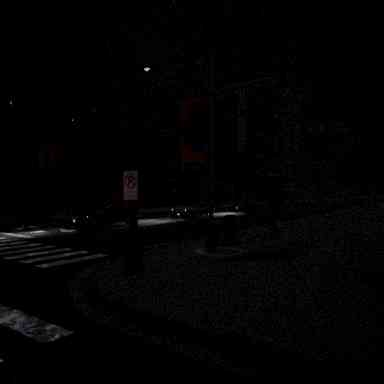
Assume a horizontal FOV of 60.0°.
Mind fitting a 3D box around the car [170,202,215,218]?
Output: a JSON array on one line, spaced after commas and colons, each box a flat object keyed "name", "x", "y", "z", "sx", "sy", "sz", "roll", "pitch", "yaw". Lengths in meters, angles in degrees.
[{"name": "car", "x": 0.113, "y": 1.639, "z": 30.693, "sx": 1.895, "sy": 1.301, "sz": 4.718, "roll": 0, "pitch": 0, "yaw": 36}]

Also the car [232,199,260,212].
[{"name": "car", "x": 6.467, "y": 1.553, "z": 39.653, "sx": 2.128, "sy": 1.511, "sz": 4.902, "roll": 0, "pitch": 0, "yaw": 35}]

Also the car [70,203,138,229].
[{"name": "car", "x": -5.780, "y": 1.512, "z": 22.332, "sx": 2.128, "sy": 1.511, "sz": 4.902, "roll": 0, "pitch": 0, "yaw": 36}]

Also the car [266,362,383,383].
[{"name": "car", "x": 2.199, "y": 1.551, "z": 1.278, "sx": 4.403, "sy": 1.369, "sz": 2.008, "roll": 0, "pitch": 0, "yaw": 36}]
